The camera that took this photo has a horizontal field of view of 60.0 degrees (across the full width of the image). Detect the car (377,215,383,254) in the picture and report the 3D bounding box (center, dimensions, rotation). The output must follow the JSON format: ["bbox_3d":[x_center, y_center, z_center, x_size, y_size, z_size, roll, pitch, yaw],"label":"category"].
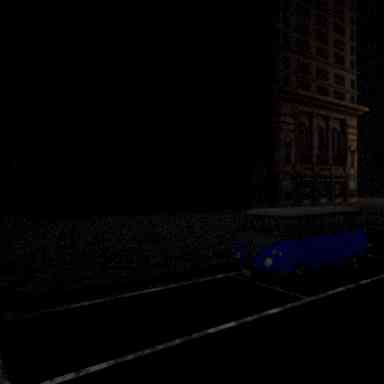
[{"bbox_3d":[7.525,1.444,12.029,4.507,1.381,1.887,-1,0,-36],"label":"car"}]

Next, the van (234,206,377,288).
[{"bbox_3d":[2.934,1.284,8.751,3.998,1.788,1.690,-1,0,-36],"label":"van"}]
